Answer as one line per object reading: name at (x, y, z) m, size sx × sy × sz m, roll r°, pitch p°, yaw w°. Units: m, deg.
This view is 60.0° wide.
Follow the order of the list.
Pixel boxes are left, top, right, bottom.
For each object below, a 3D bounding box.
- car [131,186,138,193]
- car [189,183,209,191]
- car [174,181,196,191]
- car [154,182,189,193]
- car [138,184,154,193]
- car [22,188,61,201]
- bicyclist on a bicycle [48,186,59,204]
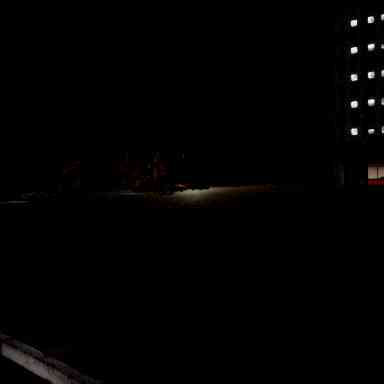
car at (-8.466, -0.654, 57.852) m, size 1.837 × 1.490 × 4.892 m, roll 0°, pitch 2°, yaw 31°
car at (1.537, -0.965, 62.228) m, size 1.895 × 1.301 × 4.718 m, roll 0°, pitch 2°, yaw 29°
car at (-1.339, -1.200, 63.743) m, size 2.097 × 1.767 × 4.553 m, roll 0°, pitch 2°, yaw 29°
car at (-3.241, -0.592, 53.731) m, size 2.033 × 1.411 × 5.357 m, roll 0°, pitch 2°, yaw 30°
car at (-6.020, -0.584, 55.419) m, size 2.033 × 1.411 × 5.357 m, roll 0°, pitch 2°, yaw 30°
car at (-18.612, 0.243, 41.206) m, size 1.812 × 1.442 × 4.674 m, roll 0°, pitch 3°, yaw 32°
bicyclist on a bicycle at (-12.661, 0.252, 30.264) m, size 1.656 × 1.620 × 0.582 m, roll -1°, pitch 2°, yaw 33°
